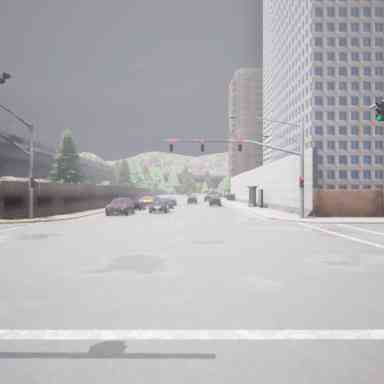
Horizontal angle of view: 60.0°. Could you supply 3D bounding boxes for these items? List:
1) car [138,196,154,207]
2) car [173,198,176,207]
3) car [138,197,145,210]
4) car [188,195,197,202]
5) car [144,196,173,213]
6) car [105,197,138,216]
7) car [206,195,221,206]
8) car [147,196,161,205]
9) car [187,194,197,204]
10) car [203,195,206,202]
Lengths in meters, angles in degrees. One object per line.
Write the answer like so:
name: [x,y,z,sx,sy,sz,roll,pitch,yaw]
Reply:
car: [-7.034,1.478,51.413,1.882,1.535,5.008,0,0,0]
car: [-3.550,1.564,45.416,1.994,1.385,4.181,0,0,-1]
car: [-7.049,1.601,41.897,1.895,1.301,4.718,0,0,0]
car: [0.078,1.328,74.507,1.837,1.490,4.892,0,0,0]
car: [-3.550,1.492,36.497,2.128,1.511,4.902,0,0,0]
car: [-7.059,1.352,32.911,2.097,1.767,4.553,0,0,0]
car: [3.657,1.505,53.649,1.837,1.490,4.892,0,0,0]
car: [-6.999,1.478,61.486,1.882,1.535,5.008,0,0,1]
car: [0.068,1.478,64.285,1.882,1.535,5.008,0,0,0]
car: [3.579,1.500,74.557,1.837,1.490,4.892,0,0,0]
